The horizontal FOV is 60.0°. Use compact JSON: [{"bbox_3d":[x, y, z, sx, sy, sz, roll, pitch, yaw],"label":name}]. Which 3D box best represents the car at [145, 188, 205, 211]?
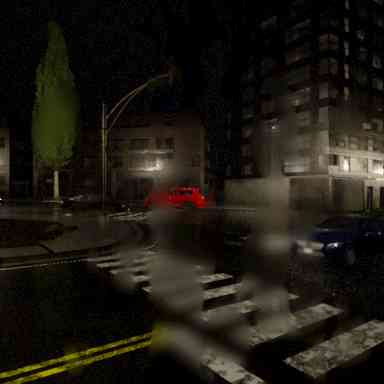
[{"bbox_3d":[-1.587,0.673,31.284,5.566,2.045,2.150,2,0,11],"label":"car"}]

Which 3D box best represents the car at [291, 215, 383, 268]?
[{"bbox_3d":[5.454,1.544,11.538,4.674,1.442,1.812,0,0,-35],"label":"car"}]

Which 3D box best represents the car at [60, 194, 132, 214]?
[{"bbox_3d":[-7.387,0.866,25.610,5.357,1.411,2.033,1,0,11],"label":"car"}]

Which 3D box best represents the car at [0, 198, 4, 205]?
[{"bbox_3d":[-18.286,0.658,27.792,4.718,1.301,1.895,1,0,11],"label":"car"}]
